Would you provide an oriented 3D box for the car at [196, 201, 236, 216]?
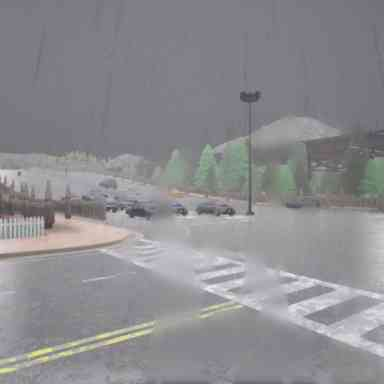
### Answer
[{"bbox_3d":[2.215,1.555,31.874,1.994,1.385,4.181,0,0,-37],"label":"car"}]

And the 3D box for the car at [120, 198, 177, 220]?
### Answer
[{"bbox_3d":[-3.832,1.542,28.257,2.033,1.411,5.357,0,0,-37],"label":"car"}]

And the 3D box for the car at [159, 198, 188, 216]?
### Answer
[{"bbox_3d":[-2.203,1.553,31.902,1.994,1.385,4.181,0,0,-37],"label":"car"}]

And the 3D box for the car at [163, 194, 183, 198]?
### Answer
[{"bbox_3d":[-3.206,1.421,39.010,1.882,1.535,5.008,0,1,-37],"label":"car"}]

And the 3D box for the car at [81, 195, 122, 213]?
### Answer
[{"bbox_3d":[-9.909,1.449,36.262,2.033,1.411,5.357,0,2,-37],"label":"car"}]

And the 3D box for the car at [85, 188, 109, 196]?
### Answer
[{"bbox_3d":[-14.242,0.633,47.823,2.097,1.767,4.553,0,4,-37],"label":"car"}]

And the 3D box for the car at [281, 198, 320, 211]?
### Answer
[{"bbox_3d":[13.229,1.480,40.847,2.128,1.511,4.902,0,0,-37],"label":"car"}]

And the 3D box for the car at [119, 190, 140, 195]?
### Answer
[{"bbox_3d":[-9.324,1.005,47.112,1.882,1.535,5.008,0,4,-37],"label":"car"}]

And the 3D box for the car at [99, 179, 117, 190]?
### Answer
[{"bbox_3d":[-17.640,-1.709,70.006,2.150,2.045,5.566,0,7,-37],"label":"car"}]

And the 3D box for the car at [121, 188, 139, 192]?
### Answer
[{"bbox_3d":[-11.517,-0.067,61.984,1.895,1.301,4.718,0,7,-37],"label":"car"}]

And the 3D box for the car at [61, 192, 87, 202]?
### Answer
[{"bbox_3d":[-16.101,0.903,44.468,1.837,1.490,4.892,0,4,-37],"label":"car"}]

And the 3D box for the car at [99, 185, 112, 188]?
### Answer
[{"bbox_3d":[-15.455,0.167,55.345,1.837,1.490,4.892,0,6,-37],"label":"car"}]

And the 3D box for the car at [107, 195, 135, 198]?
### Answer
[{"bbox_3d":[-8.210,1.410,39.818,1.994,1.385,4.181,0,2,-37],"label":"car"}]

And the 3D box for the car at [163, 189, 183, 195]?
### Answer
[{"bbox_3d":[-3.593,0.236,63.093,1.882,1.535,5.008,0,6,-37],"label":"car"}]
